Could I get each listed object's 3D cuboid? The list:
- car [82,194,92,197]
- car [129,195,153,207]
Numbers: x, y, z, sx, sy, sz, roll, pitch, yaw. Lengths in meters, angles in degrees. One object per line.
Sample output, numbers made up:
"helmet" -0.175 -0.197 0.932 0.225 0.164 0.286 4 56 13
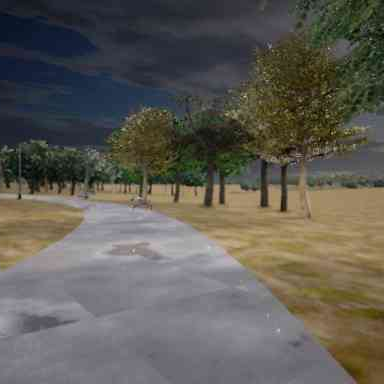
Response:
"car" -19.759 0.622 60.851 2.128 1.511 4.902 -1 2 -36
"car" -4.887 1.003 31.593 1.812 1.442 4.674 0 1 -18
